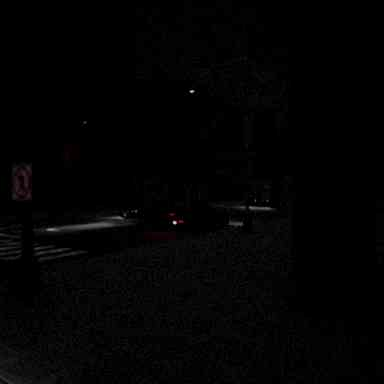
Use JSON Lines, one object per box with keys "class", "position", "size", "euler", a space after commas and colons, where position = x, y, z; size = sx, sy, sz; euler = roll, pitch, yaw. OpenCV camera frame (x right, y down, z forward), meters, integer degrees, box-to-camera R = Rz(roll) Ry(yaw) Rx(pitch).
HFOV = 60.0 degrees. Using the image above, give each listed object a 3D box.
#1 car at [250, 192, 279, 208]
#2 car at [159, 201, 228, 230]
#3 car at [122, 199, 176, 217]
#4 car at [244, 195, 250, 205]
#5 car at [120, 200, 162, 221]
{"class": "car", "position": [10.222, 1.162, 45.583], "size": [2.097, 1.767, 4.553], "euler": [0, 0, 36]}
{"class": "car", "position": [0.460, 1.417, 20.350], "size": [1.837, 1.490, 4.892], "euler": [0, 0, 36]}
{"class": "car", "position": [-3.916, 1.448, 31.305], "size": [2.033, 1.411, 5.357], "euler": [0, 0, 35]}
{"class": "car", "position": [10.030, 1.025, 50.873], "size": [2.150, 2.045, 5.566], "euler": [0, 0, 36]}
{"class": "car", "position": [-3.491, 1.403, 26.279], "size": [2.128, 1.511, 4.902], "euler": [0, 0, 35]}
